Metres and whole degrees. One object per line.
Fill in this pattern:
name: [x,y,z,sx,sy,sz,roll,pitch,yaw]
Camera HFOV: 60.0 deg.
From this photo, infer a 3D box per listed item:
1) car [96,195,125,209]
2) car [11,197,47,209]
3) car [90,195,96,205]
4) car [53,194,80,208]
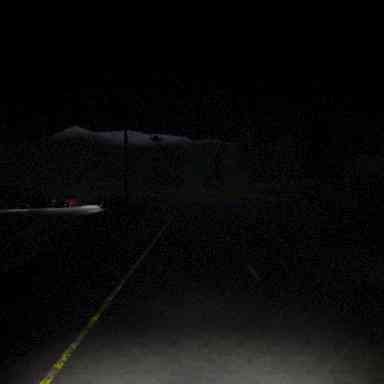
car: [-9.925,1.177,42.019,2.097,1.767,4.553,0,1,5]
car: [-20.519,1.370,42.125,2.033,1.411,5.357,0,1,5]
car: [-14.234,1.169,50.846,2.128,1.511,4.902,0,1,-3]
car: [-16.745,1.143,44.487,2.097,1.767,4.553,0,1,4]
